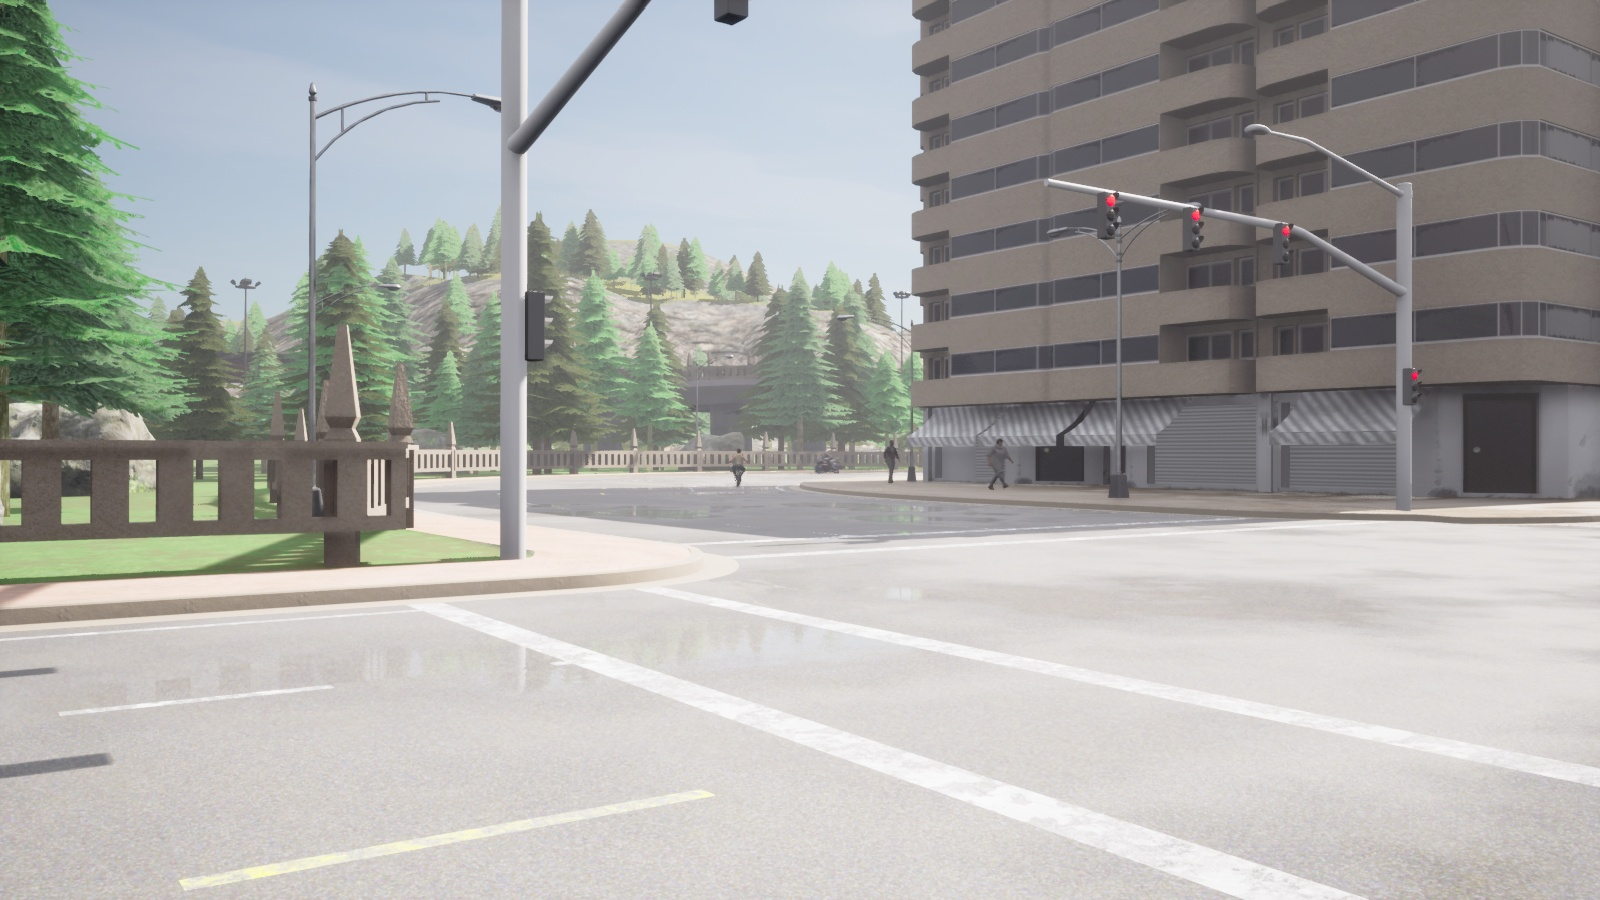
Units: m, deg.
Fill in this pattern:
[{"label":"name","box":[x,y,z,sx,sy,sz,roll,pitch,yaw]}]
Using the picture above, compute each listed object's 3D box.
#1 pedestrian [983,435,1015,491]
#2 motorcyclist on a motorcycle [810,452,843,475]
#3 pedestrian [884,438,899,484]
[{"label":"pedestrian","box":[6.979,0.443,44.055,0.659,1.952,0.873,0,0,-34]},{"label":"motorcyclist on a motorcycle","box":[1.817,0.931,85.953,2.191,1.530,0.866,0,0,-40]},{"label":"pedestrian","box":[3.823,0.463,52.552,0.402,1.930,0.666,0,0,-21]}]
